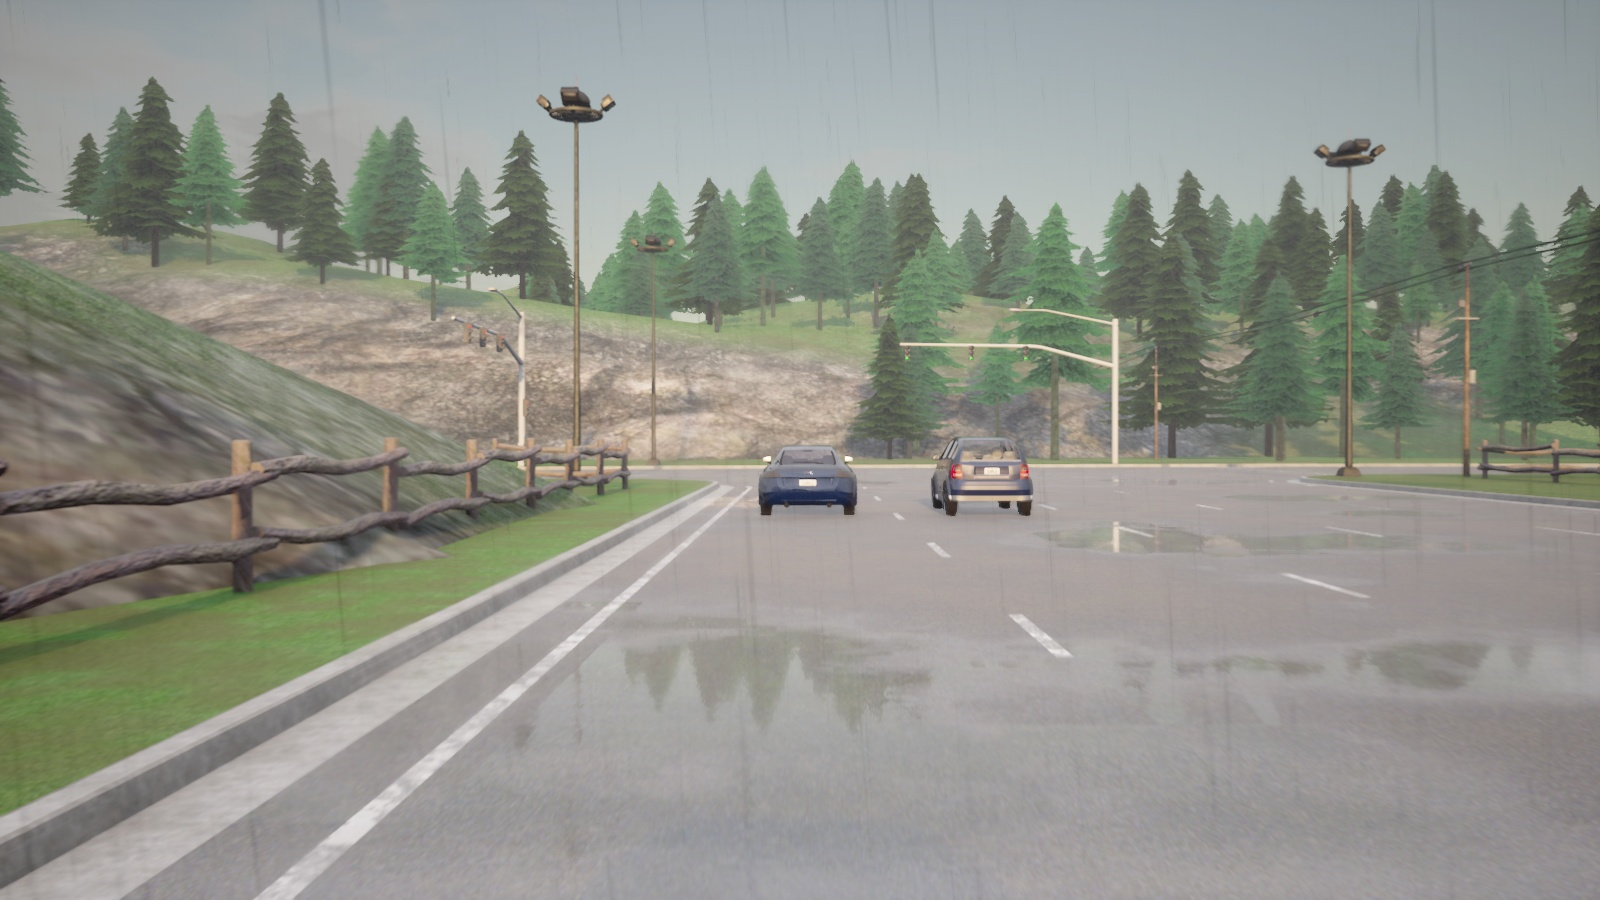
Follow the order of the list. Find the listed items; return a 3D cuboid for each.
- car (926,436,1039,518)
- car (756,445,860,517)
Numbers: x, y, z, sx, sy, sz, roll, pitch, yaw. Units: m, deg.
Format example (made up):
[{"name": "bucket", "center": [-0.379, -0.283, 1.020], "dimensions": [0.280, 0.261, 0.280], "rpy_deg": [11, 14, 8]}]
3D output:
[{"name": "car", "center": [3.660, 0.509, 25.723], "dimensions": [1.789, 1.549, 3.705], "rpy_deg": [0, 0, 0]}, {"name": "car", "center": [0.163, 0.589, 26.309], "dimensions": [1.994, 1.385, 4.181], "rpy_deg": [0, 0, 0]}]
